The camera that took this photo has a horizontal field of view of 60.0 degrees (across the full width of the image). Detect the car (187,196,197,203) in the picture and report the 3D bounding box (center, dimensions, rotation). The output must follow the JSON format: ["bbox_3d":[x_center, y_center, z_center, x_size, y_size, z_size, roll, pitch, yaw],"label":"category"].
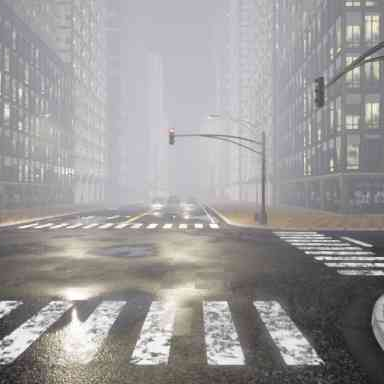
[{"bbox_3d":[-0.039,1.541,70.598,1.994,1.385,4.181,0,0,0],"label":"car"}]

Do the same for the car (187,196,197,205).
[{"bbox_3d":[-0.034,1.704,60.626,1.895,1.301,4.718,0,0,0],"label":"car"}]

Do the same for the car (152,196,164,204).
[{"bbox_3d":[-6.536,1.608,64.345,2.128,1.511,4.902,0,0,0],"label":"car"}]

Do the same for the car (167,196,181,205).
[{"bbox_3d":[-3.284,1.453,60.149,2.097,1.767,4.553,0,0,0],"label":"car"}]

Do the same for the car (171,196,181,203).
[{"bbox_3d":[-3.289,1.566,70.209,1.895,1.301,4.718,0,0,0],"label":"car"}]
